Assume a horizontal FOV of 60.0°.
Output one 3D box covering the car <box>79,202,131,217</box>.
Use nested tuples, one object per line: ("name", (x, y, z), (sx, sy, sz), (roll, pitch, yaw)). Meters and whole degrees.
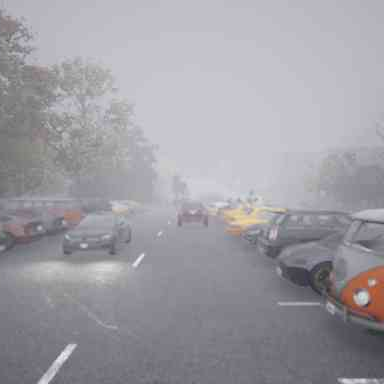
("car", (-8.577, 1.708, 33.035), (4.674, 1.452, 2.002), (0, -1, 0))

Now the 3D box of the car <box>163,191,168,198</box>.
("car", (-9.075, 1.218, 79.480), (5.366, 1.575, 1.946), (0, 0, 0))

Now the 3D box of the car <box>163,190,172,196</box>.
("car", (-8.889, 1.015, 93.429), (4.892, 1.521, 2.231), (0, 1, 0))

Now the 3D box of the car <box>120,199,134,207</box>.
("car", (-8.391, 1.639, 30.265), (5.366, 1.575, 1.946), (0, -1, 0))

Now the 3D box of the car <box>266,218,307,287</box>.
("car", (4.501, 1.517, 8.064), (4.792, 1.488, 2.163), (0, 0, 0))

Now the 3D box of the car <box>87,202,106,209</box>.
("car", (-8.538, 1.591, 21.956), (4.792, 1.488, 2.163), (0, -1, 0))

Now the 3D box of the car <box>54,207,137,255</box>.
("car", (-3.616, 1.546, 13.464), (1.812, 1.442, 4.674), (0, 0, 0))

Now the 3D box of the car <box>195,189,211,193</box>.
("car", (4.161, 0.970, 79.547), (5.566, 2.045, 2.435), (0, 0, 0))

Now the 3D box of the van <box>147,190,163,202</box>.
("van", (-8.759, 0.998, 68.318), (4.442, 1.987, 1.878), (1, 0, 0))

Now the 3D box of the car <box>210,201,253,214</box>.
("car", (4.523, 1.751, 38.590), (4.792, 1.488, 2.163), (0, -1, 0))

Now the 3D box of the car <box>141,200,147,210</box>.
("car", (-8.584, 1.747, 41.222), (5.008, 1.535, 2.097), (0, -1, 0))

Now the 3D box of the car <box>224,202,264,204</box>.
("car", (4.702, 1.533, 19.037), (5.366, 1.575, 1.946), (0, -1, 0))

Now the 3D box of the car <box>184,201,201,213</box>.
("car", (0.077, 1.838, 42.055), (1.994, 1.385, 4.181), (0, -1, 1))

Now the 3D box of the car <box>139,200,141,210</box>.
("car", (-8.617, 1.595, 38.452), (4.553, 1.767, 2.185), (0, -1, 0))

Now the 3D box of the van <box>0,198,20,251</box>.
("van", (-8.445, 1.267, 10.901), (4.442, 1.987, 1.878), (0, 0, 0))

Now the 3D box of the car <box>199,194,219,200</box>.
("car", (4.195, 1.202, 82.338), (4.892, 1.521, 2.231), (0, 1, 0))

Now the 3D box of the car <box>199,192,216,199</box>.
("car", (4.217, 0.949, 90.695), (4.553, 1.767, 2.185), (0, 1, 0))

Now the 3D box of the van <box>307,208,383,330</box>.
("van", (4.417, 1.259, 5.287), (4.442, 1.987, 1.878), (0, 0, 0))

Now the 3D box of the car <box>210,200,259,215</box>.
("car", (4.491, 1.694, 35.814), (5.008, 1.535, 2.097), (0, -1, 0))

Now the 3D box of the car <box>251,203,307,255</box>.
("car", (4.495, 1.367, 10.837), (4.553, 1.767, 2.185), (0, 0, 0))

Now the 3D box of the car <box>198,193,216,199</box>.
("car", (4.214, 1.043, 93.486), (4.792, 1.488, 2.163), (0, 1, 0))

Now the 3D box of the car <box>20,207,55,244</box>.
("car", (-8.585, 1.531, 13.652), (4.792, 1.488, 2.163), (0, 0, 0))

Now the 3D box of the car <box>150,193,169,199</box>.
("car", (-8.889, 1.077, 90.511), (5.008, 1.535, 2.097), (0, 1, 0))

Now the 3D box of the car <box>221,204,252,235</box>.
("car", (4.335, 1.513, 16.384), (5.366, 1.575, 1.946), (0, 0, 0))

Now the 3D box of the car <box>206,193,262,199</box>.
("car", (4.472, 1.417, 33.041), (5.566, 2.045, 2.435), (0, -1, 0))

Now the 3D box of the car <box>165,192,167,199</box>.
("car", (-8.918, 1.262, 76.688), (4.792, 1.488, 2.163), (0, 0, 0))

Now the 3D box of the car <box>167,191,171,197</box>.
("car", (-8.888, 1.129, 87.722), (5.008, 1.535, 2.097), (0, 1, 0))

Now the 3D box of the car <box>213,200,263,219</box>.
("car", (4.501, 1.616, 27.485), (4.892, 1.521, 2.231), (0, -1, 0))

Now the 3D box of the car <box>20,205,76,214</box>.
("car", (-8.588, 1.545, 16.291), (4.792, 1.488, 2.163), (0, 0, 0))

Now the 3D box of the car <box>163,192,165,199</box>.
("car", (-8.891, 1.274, 73.776), (4.674, 1.452, 2.002), (0, 0, 0))

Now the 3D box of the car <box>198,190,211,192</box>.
("car", (4.161, 1.108, 73.975), (4.553, 1.767, 2.185), (0, 0, 0))

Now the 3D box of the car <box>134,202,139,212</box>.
("car", (-8.554, 1.725, 35.805), (4.792, 1.488, 2.163), (0, -1, 0))

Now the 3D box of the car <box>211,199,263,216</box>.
("car", (4.318, 1.638, 30.262), (5.366, 1.575, 1.946), (0, -1, 0))

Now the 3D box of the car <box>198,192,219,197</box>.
("car", (4.223, 1.252, 68.405), (4.792, 1.488, 2.163), (0, 0, 0))

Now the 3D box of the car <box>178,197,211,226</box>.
("car", (0.072, 1.457, 24.493), (2.097, 1.767, 4.553), (0, -1, 0))

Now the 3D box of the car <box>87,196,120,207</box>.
("car", (-8.598, 1.337, 24.728), (5.566, 2.045, 2.435), (0, -1, 0))

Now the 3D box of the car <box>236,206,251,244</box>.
("car", (4.529, 1.502, 13.617), (4.892, 1.521, 2.231), (0, 0, 0))

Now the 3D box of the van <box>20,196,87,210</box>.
("van", (-8.680, 1.311, 19.064), (4.442, 1.987, 1.878), (0, 0, 0))
